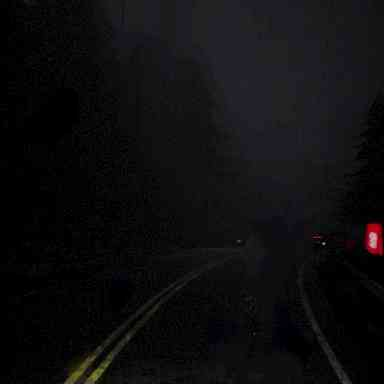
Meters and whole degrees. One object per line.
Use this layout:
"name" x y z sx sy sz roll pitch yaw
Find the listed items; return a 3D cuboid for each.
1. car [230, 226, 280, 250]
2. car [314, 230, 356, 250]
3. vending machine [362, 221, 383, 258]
"car" 4.298 3.014 22.211 1.837 1.490 4.892 -3 -9 36
"car" 10.682 3.642 24.479 1.837 1.490 4.892 -4 -11 43
"vending machine" 11.448 2.916 20.831 1.100 2.100 0.880 3 -1 41
